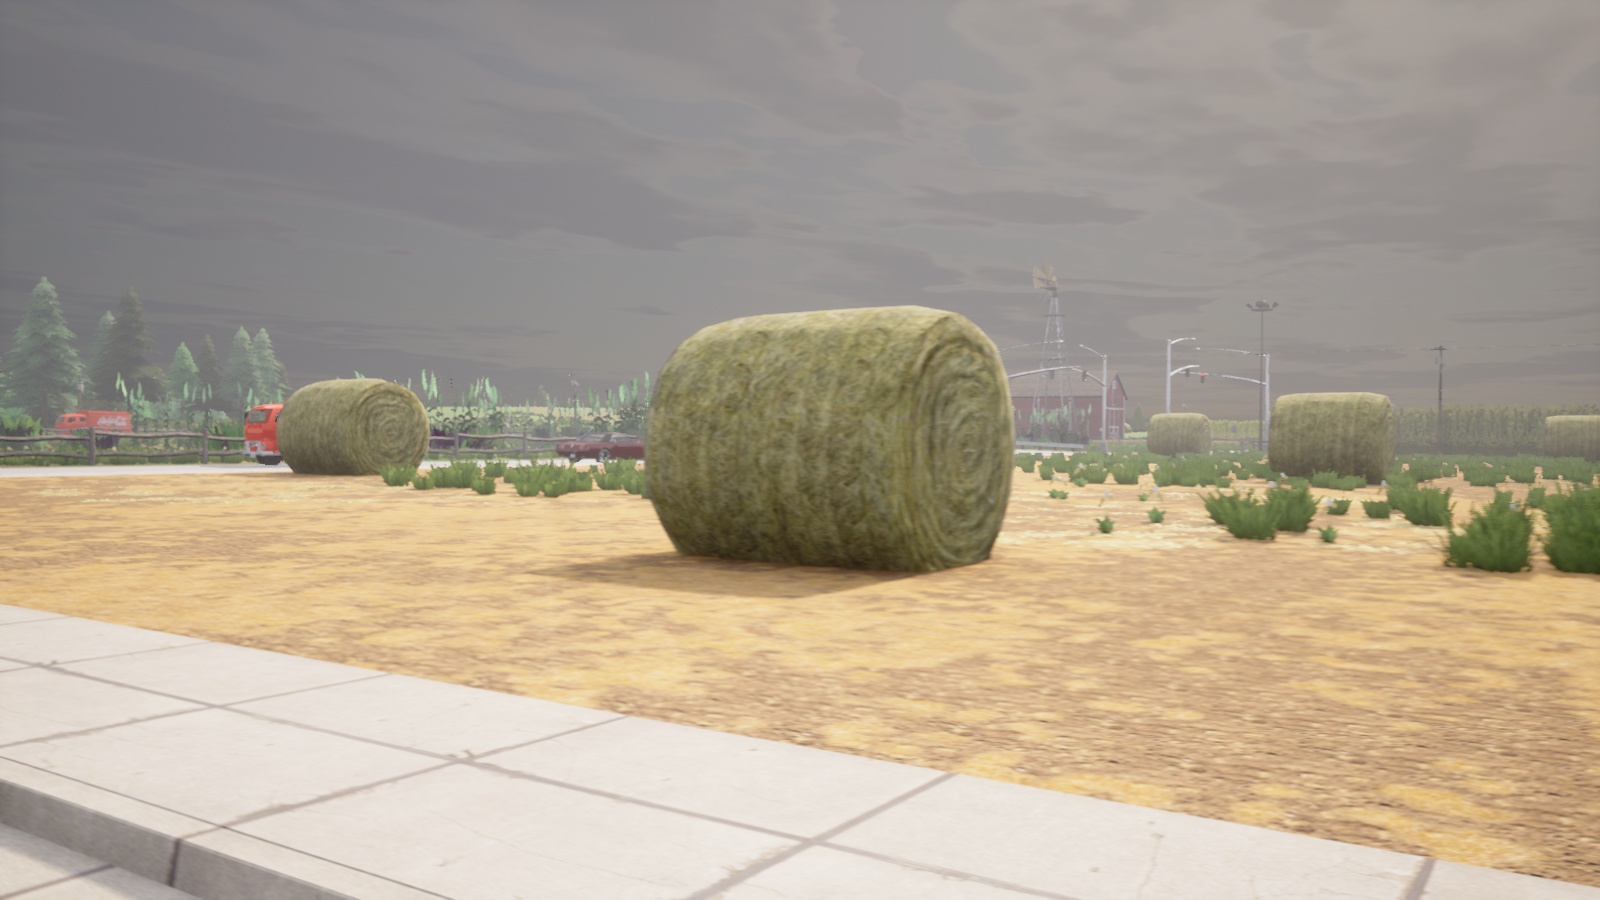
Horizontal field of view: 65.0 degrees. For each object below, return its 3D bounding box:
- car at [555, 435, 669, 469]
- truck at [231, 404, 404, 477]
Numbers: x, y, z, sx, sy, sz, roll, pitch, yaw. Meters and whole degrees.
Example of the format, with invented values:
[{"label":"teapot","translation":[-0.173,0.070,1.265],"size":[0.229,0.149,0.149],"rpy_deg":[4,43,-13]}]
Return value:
[{"label":"car","translation":[-7.764,0.055,52.227],"size":[1.895,1.301,4.718],"rpy_deg":[0,1,36]},{"label":"truck","translation":[-17.271,-0.362,45.214],"size":[2.627,2.467,5.204],"rpy_deg":[0,1,36]}]
